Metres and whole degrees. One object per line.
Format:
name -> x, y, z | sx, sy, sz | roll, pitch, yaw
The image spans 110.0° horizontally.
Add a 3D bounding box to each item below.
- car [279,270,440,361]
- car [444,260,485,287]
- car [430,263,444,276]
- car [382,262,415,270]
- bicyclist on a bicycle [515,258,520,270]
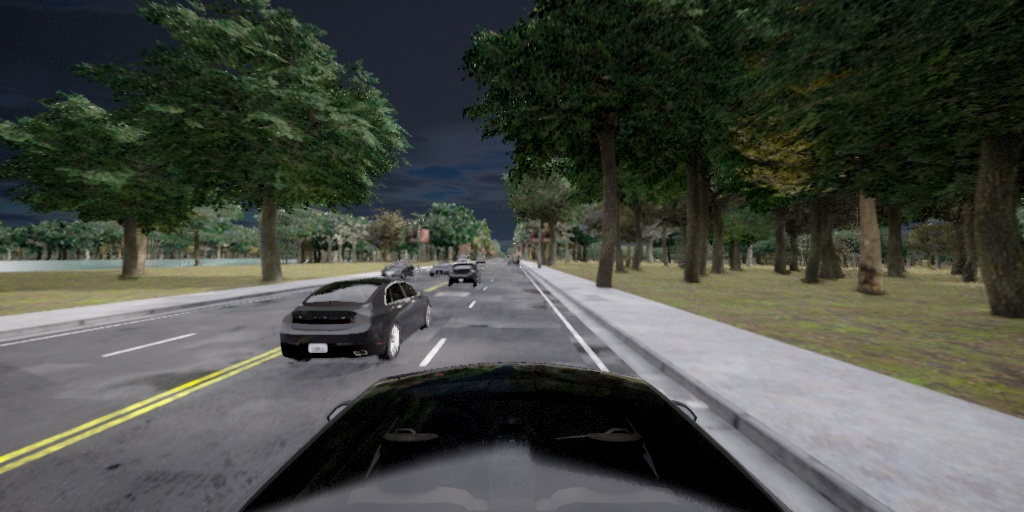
car -> -3.155, 1.252, 8.251 | 1.837, 1.490, 4.892 | 0, 0, 0
car -> -3.161, 1.252, 24.667 | 1.837, 1.490, 4.892 | 0, 0, 0
car -> -6.602, 1.315, 34.471 | 1.994, 1.385, 4.181 | 0, 0, 0
car -> -9.855, 1.241, 31.299 | 2.128, 1.511, 4.902 | 0, 0, 0
bicyclist on a bicycle -> 0.874, 1.128, 50.268 | 0.659, 1.776, 1.843 | 0, 0, 0
